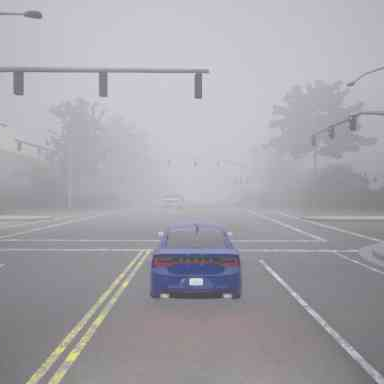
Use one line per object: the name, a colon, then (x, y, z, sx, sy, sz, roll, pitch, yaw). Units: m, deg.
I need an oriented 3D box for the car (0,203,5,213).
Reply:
car: (-22.208, 1.564, 35.268, 4.181, 1.385, 1.994, 0, 0, 1)

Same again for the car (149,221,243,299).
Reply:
car: (0.086, 1.478, 8.515, 1.882, 1.535, 5.008, 0, 0, 0)

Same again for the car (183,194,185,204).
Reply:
car: (-2.586, 1.223, 66.157, 2.150, 2.045, 5.566, 0, 0, 1)

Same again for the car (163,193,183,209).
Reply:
car: (-2.779, 1.221, 45.886, 2.150, 2.045, 5.566, 0, 0, -1)

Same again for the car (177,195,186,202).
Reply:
car: (-2.465, 1.524, 76.808, 1.812, 1.442, 4.674, 0, 0, 0)
